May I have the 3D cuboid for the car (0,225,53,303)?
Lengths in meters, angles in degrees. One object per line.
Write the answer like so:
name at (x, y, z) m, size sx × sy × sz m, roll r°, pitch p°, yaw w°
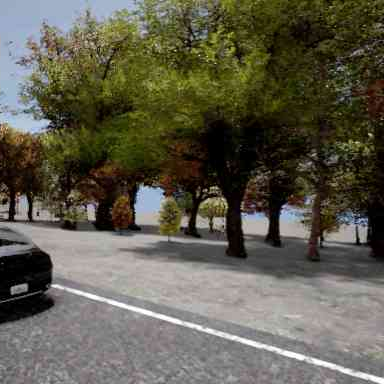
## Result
car at (-5.008, 1.476, 7.292) m, size 4.892 × 1.490 × 1.837 m, roll 0°, pitch 0°, yaw 36°
